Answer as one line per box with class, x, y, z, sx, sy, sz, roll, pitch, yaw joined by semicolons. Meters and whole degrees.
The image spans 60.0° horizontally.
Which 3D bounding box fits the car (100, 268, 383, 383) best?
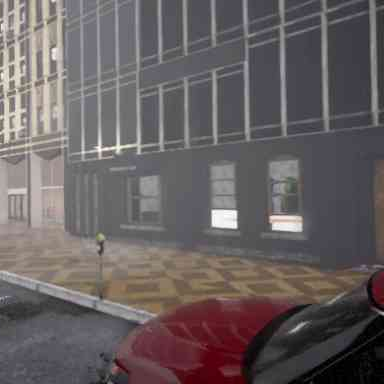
car;1.659;1.315;1.715;5.009;1.841;2.192;0;-1;36
